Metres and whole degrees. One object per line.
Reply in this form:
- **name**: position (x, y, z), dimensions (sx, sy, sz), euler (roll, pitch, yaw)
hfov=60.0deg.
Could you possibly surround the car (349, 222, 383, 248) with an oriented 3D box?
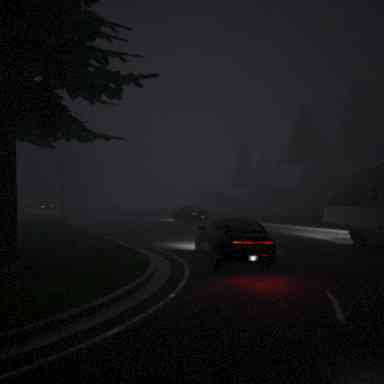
- **car**: position (8.317, 1.684, 13.037), dimensions (1.895, 1.301, 4.718), euler (-1, -1, -9)

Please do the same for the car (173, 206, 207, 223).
- **car**: position (-0.145, 1.984, 30.329), dimensions (1.812, 1.442, 4.674), euler (0, -1, -27)

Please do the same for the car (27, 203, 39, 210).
- **car**: position (-31.558, 2.830, 66.357), dimensions (2.033, 1.411, 5.357), euler (-1, -1, -16)

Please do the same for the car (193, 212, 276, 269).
- **car**: position (1.411, 1.668, 11.854), dimensions (1.837, 1.490, 4.892), euler (2, -1, -8)

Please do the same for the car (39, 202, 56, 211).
- **car**: position (-26.667, 2.654, 62.096), dimensions (2.097, 1.767, 4.553), euler (-1, -1, -16)

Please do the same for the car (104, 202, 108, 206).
- **car**: position (-23.248, 3.283, 91.300), dimensions (1.895, 1.301, 4.718), euler (-1, -1, -16)

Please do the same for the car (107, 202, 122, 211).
- **car**: position (-13.197, 2.570, 57.437), dimensions (1.812, 1.442, 4.674), euler (-1, -1, -16)
